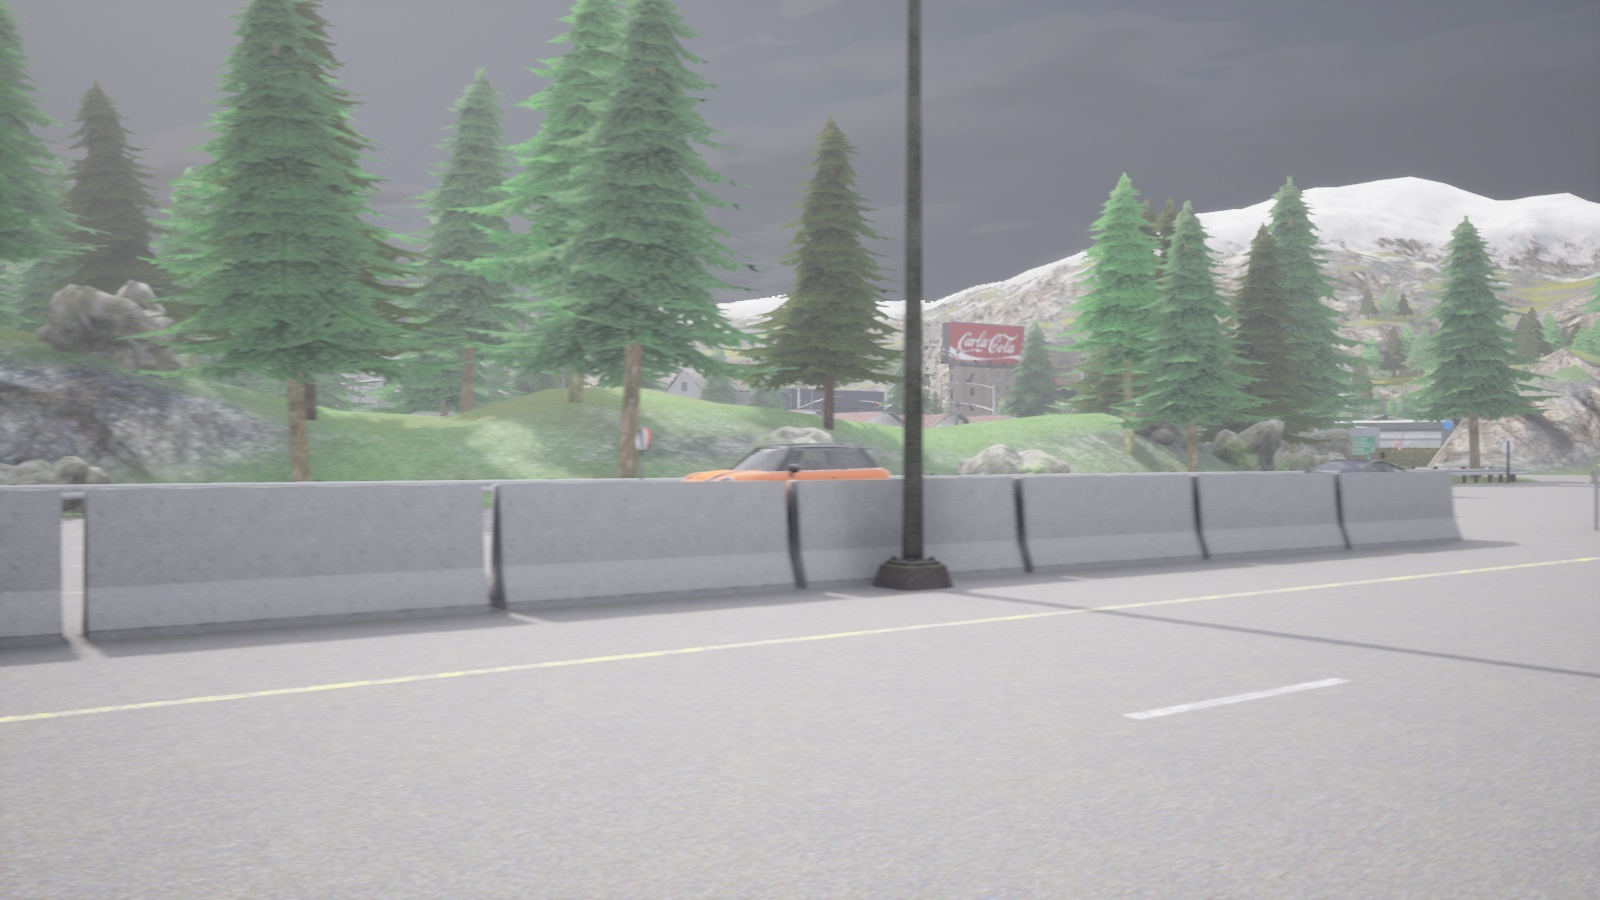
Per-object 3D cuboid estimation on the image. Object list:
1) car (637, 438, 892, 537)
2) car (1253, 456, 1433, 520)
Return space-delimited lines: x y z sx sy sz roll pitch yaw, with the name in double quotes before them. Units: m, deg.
"car" -0.648 0.659 24.538 4.553 1.767 2.097 0 0 -35
"car" 12.852 0.845 29.678 4.181 1.385 1.994 0 0 -35
